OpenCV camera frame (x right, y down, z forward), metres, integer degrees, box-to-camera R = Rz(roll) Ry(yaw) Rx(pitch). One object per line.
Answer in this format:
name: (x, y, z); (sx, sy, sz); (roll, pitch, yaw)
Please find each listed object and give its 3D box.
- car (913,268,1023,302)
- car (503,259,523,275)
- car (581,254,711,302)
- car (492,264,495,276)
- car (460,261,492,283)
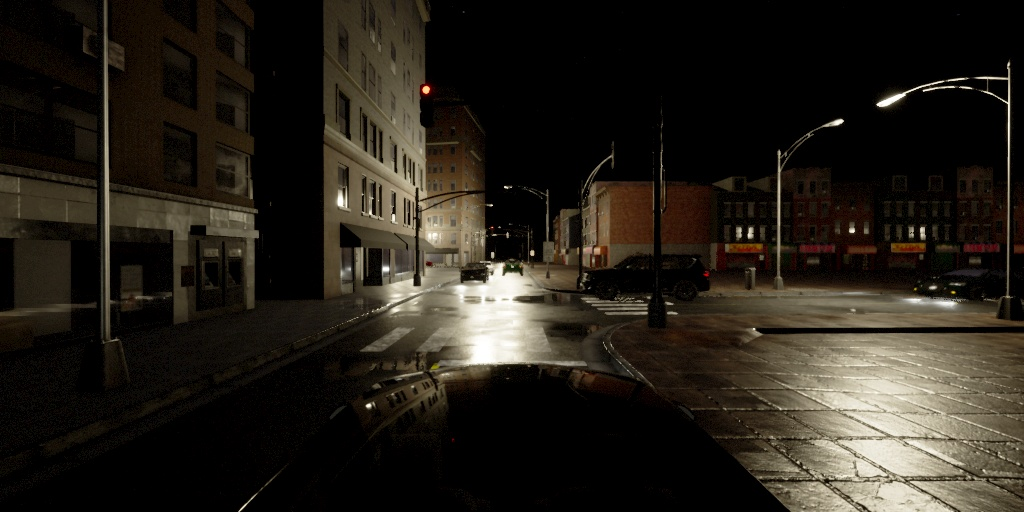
car: (20.837, 1.228, 16.057); (4.181, 1.385, 1.994); (0, 0, 0)
car: (0.077, 1.109, 38.464); (2.097, 1.767, 4.553); (0, 0, 0)
car: (5.976, 0.939, 16.406); (5.566, 2.045, 2.150); (0, 0, 5)
car: (-2.852, 1.282, 38.077); (1.812, 1.442, 4.674); (0, 0, 0)
car: (-2.838, 1.231, 27.929); (1.882, 1.535, 5.008); (0, 0, 0)
